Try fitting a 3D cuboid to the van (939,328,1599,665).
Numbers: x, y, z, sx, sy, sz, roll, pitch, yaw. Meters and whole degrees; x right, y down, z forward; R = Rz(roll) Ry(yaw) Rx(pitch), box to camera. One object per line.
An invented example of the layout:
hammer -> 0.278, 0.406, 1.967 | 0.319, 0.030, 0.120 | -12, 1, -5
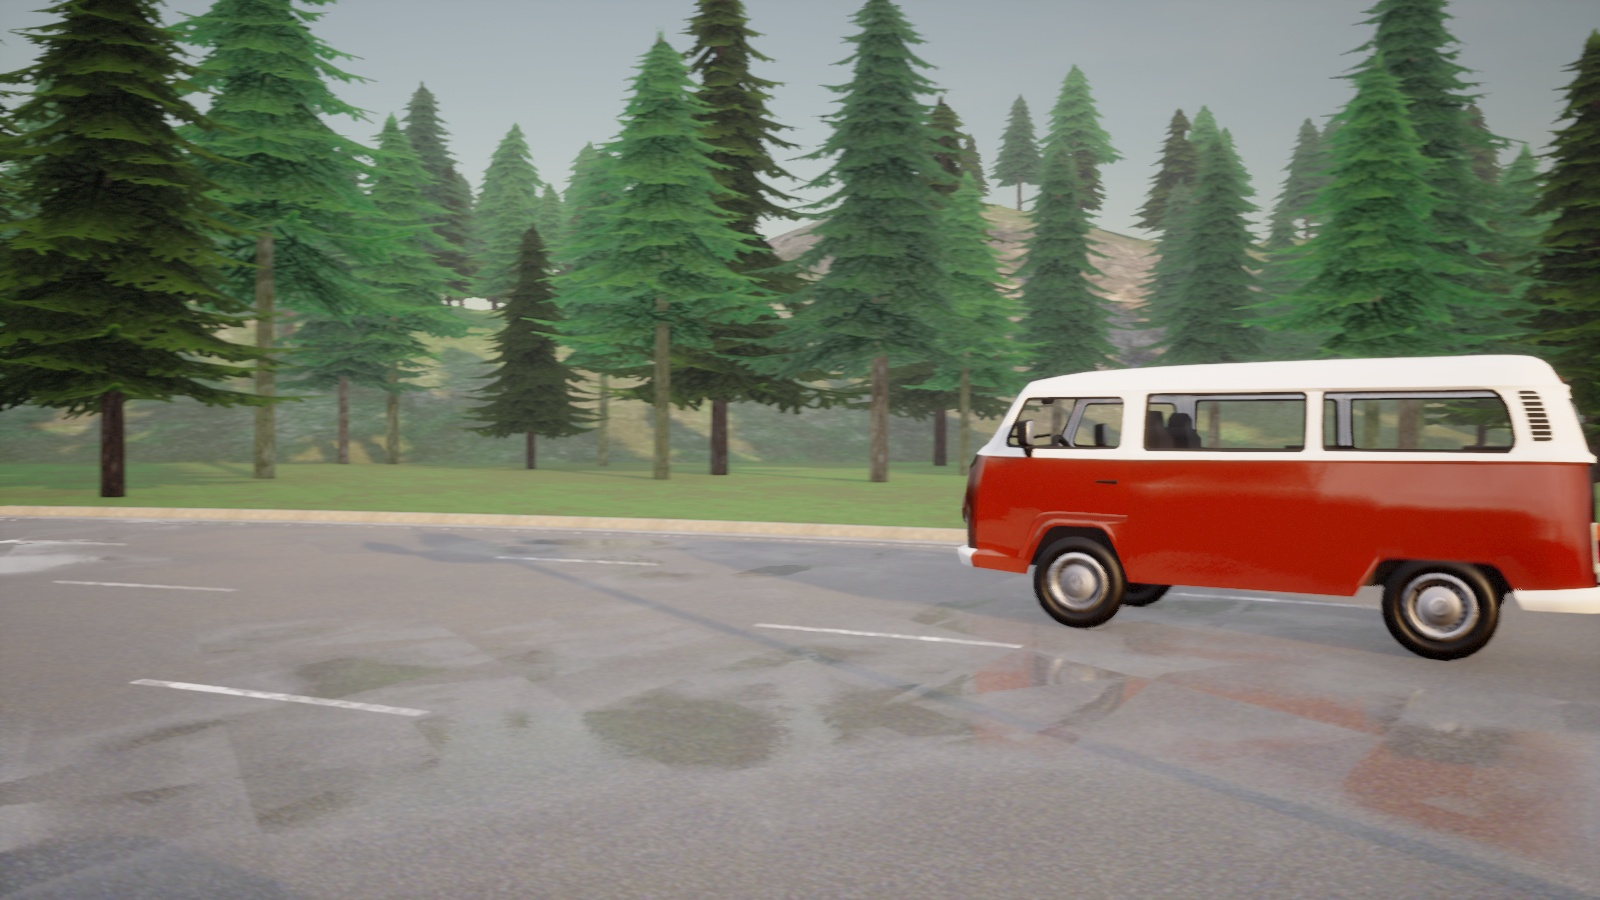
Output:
van -> 3.548, 0.279, 9.557 | 4.480, 2.038, 2.069 | 0, 1, 30
